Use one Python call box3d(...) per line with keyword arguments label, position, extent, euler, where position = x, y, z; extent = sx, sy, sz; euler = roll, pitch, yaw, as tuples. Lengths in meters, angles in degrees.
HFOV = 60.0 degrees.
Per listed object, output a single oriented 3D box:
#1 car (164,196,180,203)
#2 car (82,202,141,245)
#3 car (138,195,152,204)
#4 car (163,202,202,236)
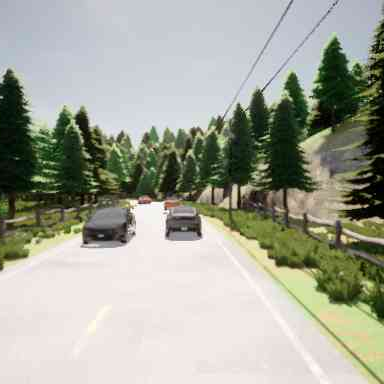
box3d(label="car", position=(-2.618, 1.362, 43.762), extent=(2.097, 1.767, 4.553), euler=(0, 0, -5))
box3d(label="car", position=(-3.782, 1.487, 15.860), extent=(1.882, 1.535, 5.008), euler=(0, 0, -3))
box3d(label="car", position=(-8.747, 1.389, 61.426), extent=(2.097, 1.767, 4.553), euler=(0, 0, -14))
box3d(label="car", position=(-0.517, 1.508, 18.372), extent=(1.837, 1.490, 4.892), euler=(0, 0, -3))
